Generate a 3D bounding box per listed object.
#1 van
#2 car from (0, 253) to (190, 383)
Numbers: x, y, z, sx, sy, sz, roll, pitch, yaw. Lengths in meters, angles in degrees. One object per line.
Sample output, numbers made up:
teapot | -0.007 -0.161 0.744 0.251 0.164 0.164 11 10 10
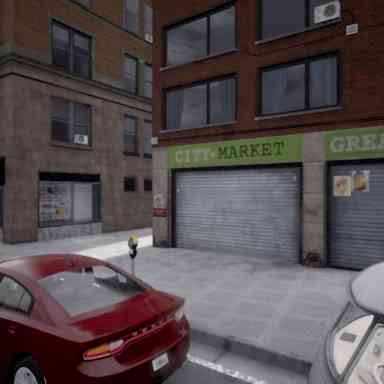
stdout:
van | 2.482 1.342 1.306 3.998 1.788 1.690 0 0 35
car | -2.127 1.543 4.592 4.507 1.381 1.887 0 0 35
